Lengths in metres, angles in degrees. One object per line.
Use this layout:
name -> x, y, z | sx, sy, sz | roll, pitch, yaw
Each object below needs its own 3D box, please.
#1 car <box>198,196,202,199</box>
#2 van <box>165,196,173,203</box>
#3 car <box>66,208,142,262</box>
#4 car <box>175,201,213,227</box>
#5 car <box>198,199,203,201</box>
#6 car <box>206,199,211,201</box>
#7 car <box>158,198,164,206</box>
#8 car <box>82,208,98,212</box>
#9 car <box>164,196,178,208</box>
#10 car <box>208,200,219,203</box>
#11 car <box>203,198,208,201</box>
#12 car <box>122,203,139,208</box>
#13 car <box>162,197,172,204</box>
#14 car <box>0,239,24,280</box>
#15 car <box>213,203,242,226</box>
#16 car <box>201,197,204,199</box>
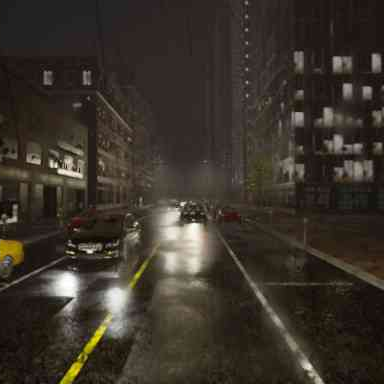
car -> 2.696, 1.946, 70.304 | 1.887, 1.381, 4.507 | 1, 0, 0
van -> -5.643, 1.816, 81.824 | 1.690, 1.788, 3.998 | 1, 0, 0
car -> -3.096, 1.573, 12.510 | 1.837, 1.490, 4.892 | 0, 0, 0
car -> 0.107, 1.622, 23.844 | 2.128, 1.511, 4.902 | 0, 0, 0
car -> 0.113, 1.829, 41.634 | 1.895, 1.301, 4.718 | 0, 0, 0
car -> 2.685, 1.724, 36.287 | 1.752, 1.417, 4.829 | 1, 0, 0
car -> -5.653, 1.890, 64.560 | 1.752, 1.417, 4.829 | 1, 0, 0
car -> -5.668, 1.649, 19.150 | 1.887, 1.381, 4.507 | 1, 0, 0
car -> -3.036, 1.853, 54.916 | 2.033, 1.411, 5.357 | 0, 0, 1
car -> 2.683, 1.711, 30.418 | 1.887, 1.381, 4.507 | 1, 0, 0
car -> 2.686, 1.775, 41.816 | 1.887, 1.381, 4.507 | 1, 0, 0
car -> -5.664, 1.692, 30.376 | 1.752, 1.417, 4.829 | 1, 0, 0
car -> -5.647, 1.878, 76.125 | 1.967, 1.590, 4.097 | 1, 0, 0
car -> -5.672, 1.567, 7.586 | 1.752, 1.417, 4.829 | 1, 0, 0
car -> 2.680, 1.717, 24.720 | 1.802, 1.307, 4.206 | 1, 0, 0
car -> 2.688, 1.813, 47.512 | 2.008, 1.369, 4.403 | 1, 0, 0
